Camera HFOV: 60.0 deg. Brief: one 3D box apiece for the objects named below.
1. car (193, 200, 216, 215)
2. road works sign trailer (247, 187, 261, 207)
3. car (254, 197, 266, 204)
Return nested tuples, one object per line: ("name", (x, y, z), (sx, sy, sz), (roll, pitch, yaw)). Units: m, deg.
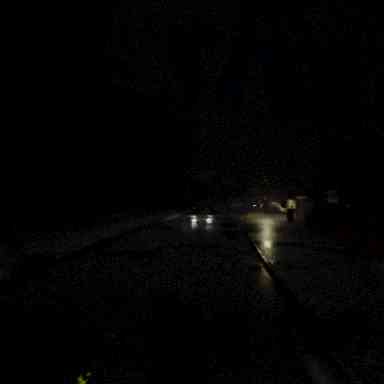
("car", (1.418, 1.665, 36.612), (1.882, 1.535, 5.008), (0, 0, 13))
("road works sign trailer", (11.203, 0.819, 59.782), (2.380, 3.560, 2.880), (0, -1, 23))
("car", (15.506, 1.861, 76.125), (1.882, 1.535, 5.008), (-1, -1, 25))
